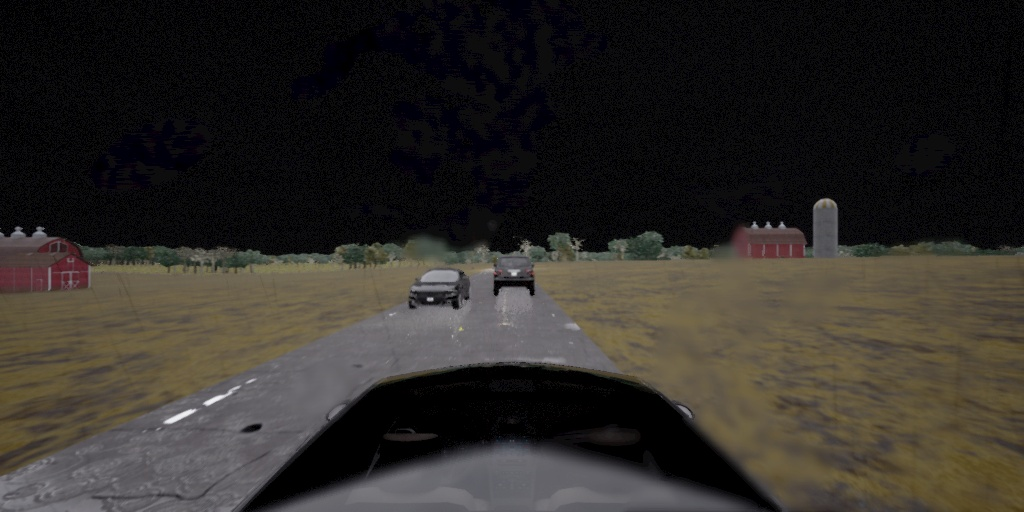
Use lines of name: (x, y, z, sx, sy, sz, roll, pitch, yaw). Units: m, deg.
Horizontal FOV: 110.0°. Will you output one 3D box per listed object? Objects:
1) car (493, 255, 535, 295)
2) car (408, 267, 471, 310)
car: (0.107, 0.994, 20.196, 2.150, 2.045, 5.566, 0, 0, 0)
car: (-2.846, 1.234, 14.962, 1.882, 1.535, 5.008, 0, 0, 0)
